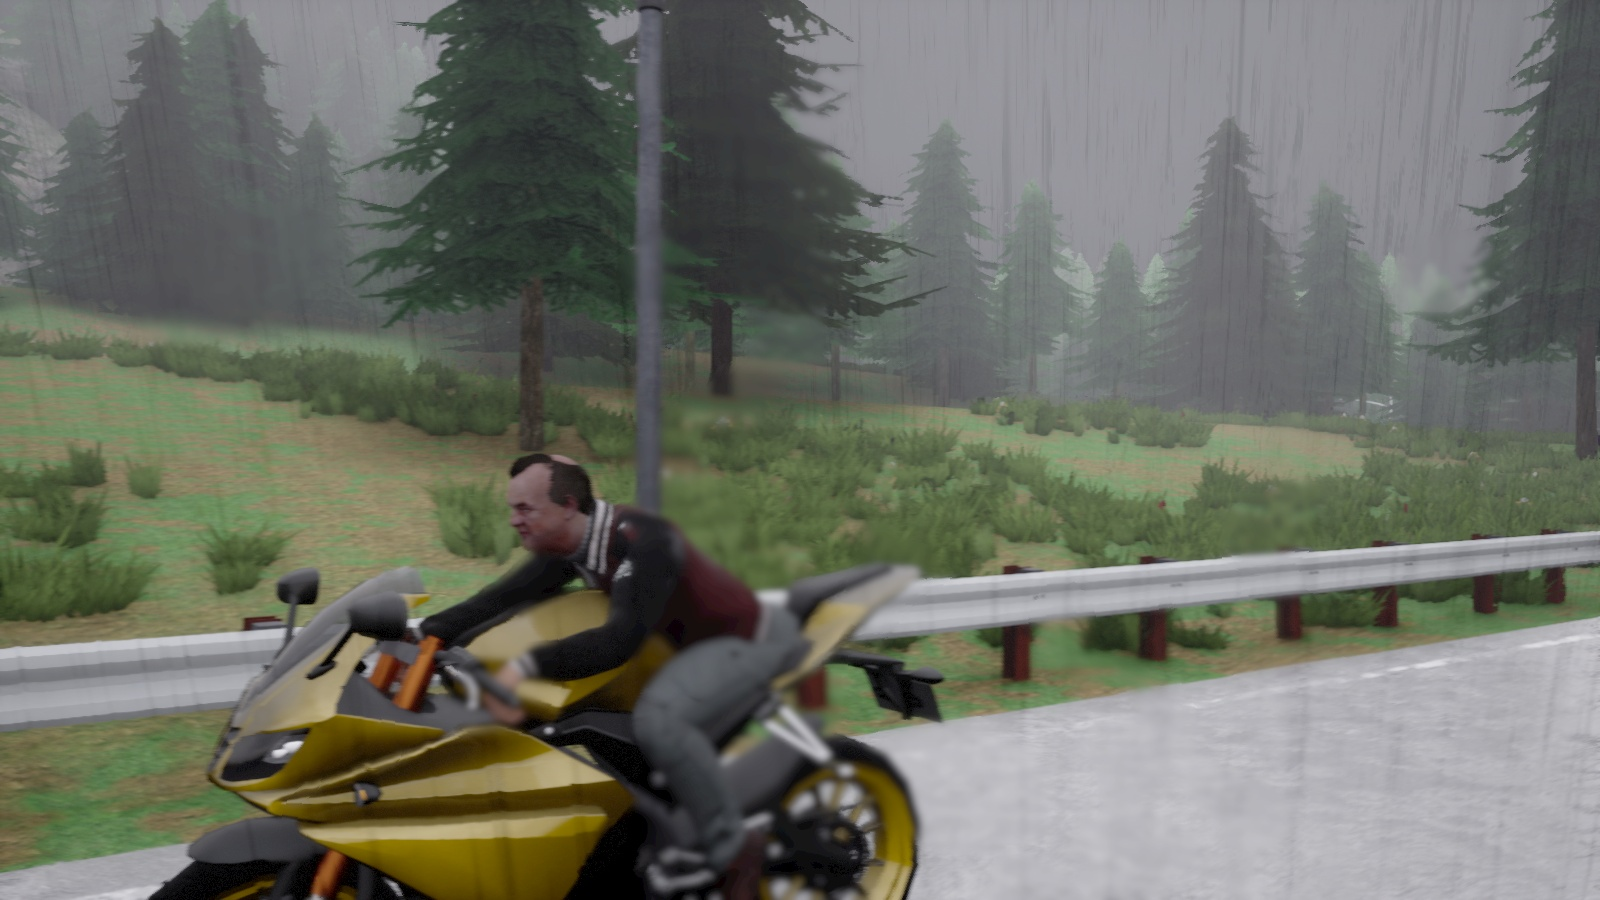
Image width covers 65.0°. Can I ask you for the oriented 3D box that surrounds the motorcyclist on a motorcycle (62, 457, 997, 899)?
[{"bbox_3d":[-0.598,0.789,3.242,2.191,1.530,0.866,0,0,-35],"label":"motorcyclist on a motorcycle"}]
